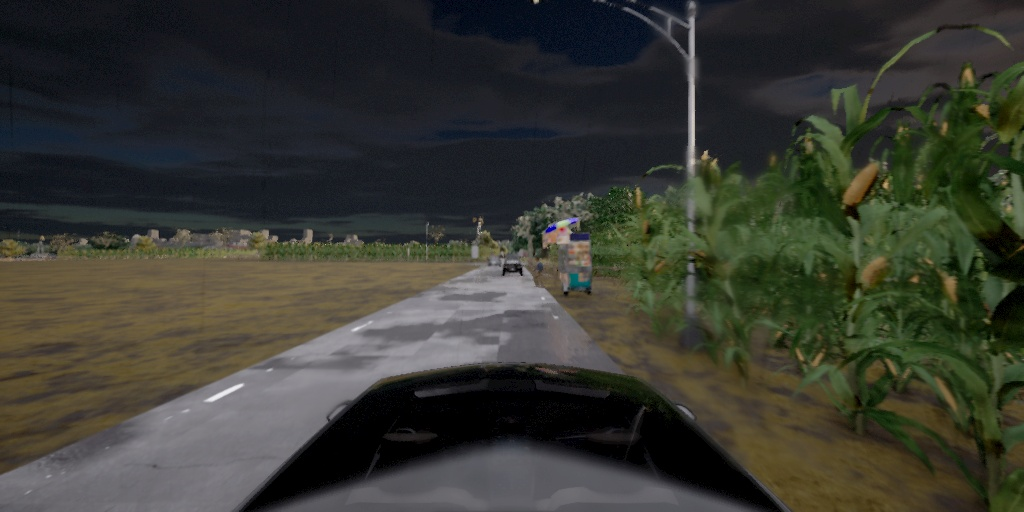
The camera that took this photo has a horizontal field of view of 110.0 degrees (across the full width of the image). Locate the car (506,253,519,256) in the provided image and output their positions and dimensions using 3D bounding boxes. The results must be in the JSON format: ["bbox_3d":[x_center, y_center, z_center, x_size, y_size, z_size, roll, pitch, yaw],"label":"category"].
[{"bbox_3d":[0.029,0.615,47.816,2.150,2.045,5.566,0,0,0],"label":"car"}]

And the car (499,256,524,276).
[{"bbox_3d":[0.064,0.980,33.661,1.882,1.535,5.008,0,0,0],"label":"car"}]

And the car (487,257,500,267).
[{"bbox_3d":[-2.625,0.838,54.341,2.128,1.511,4.902,0,0,0],"label":"car"}]

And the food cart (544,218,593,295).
[{"bbox_3d":[3.127,0.085,18.375,2.280,3.560,4.660,0,0,0],"label":"food cart"}]

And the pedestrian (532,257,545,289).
[{"bbox_3d":[1.459,0.901,20.000,0.375,1.860,0.375,1,-1,0],"label":"pedestrian"}]
